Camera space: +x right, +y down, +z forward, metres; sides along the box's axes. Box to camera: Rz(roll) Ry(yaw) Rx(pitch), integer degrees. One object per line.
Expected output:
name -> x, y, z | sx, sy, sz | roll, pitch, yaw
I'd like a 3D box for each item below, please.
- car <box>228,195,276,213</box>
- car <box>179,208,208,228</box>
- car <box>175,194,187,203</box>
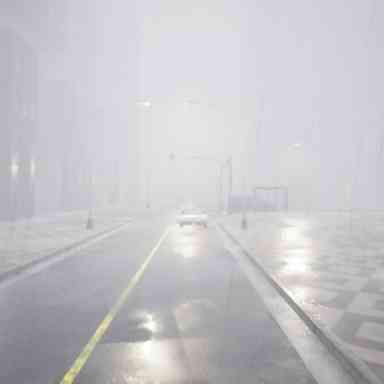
car -> 6.940, 1.373, 37.859 | 5.566, 2.045, 2.150 | 0, -2, -7
car -> 0.101, 1.738, 23.169 | 1.895, 1.301, 4.718 | 0, 0, 0
car -> -2.979, 1.826, 80.157 | 2.097, 1.767, 4.553 | 0, 0, 0
